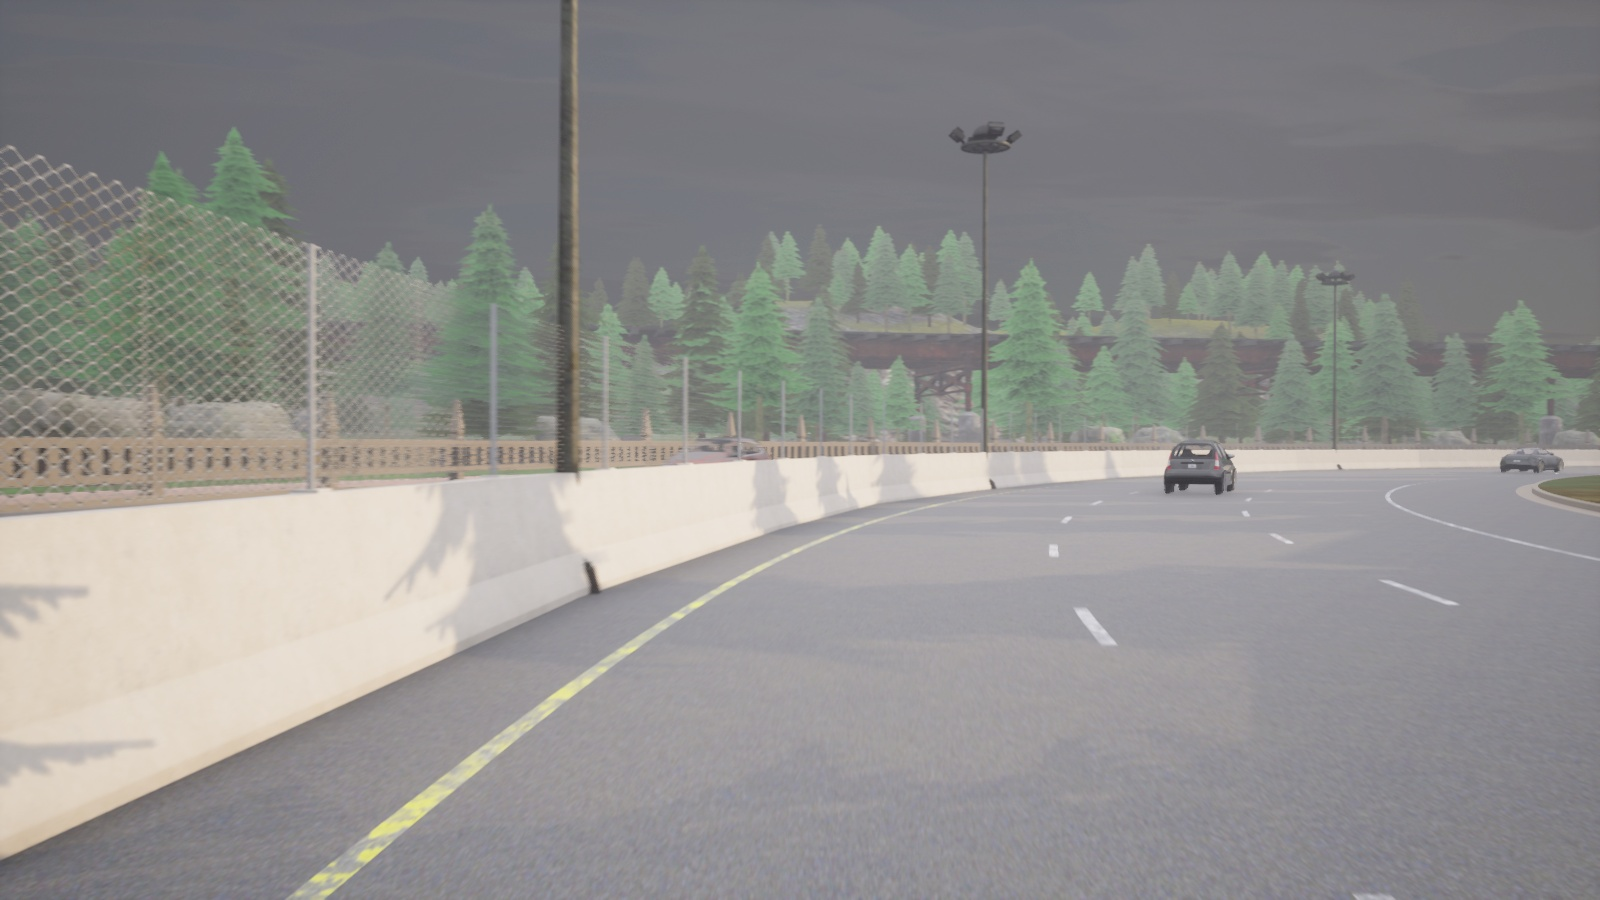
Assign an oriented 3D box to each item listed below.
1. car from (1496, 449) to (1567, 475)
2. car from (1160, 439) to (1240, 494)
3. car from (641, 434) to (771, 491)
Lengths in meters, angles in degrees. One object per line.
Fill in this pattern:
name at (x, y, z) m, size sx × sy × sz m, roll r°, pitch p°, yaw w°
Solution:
car at (39.823, 0.624, 68.353) m, size 4.181 × 1.385 × 1.994 m, roll 0°, pitch 0°, yaw -40°
car at (12.540, 0.487, 39.237) m, size 1.851 × 1.617 × 3.988 m, roll 0°, pitch 0°, yaw 26°
car at (-2.827, 0.358, 39.051) m, size 2.242 × 1.667 × 4.611 m, roll 0°, pitch 0°, yaw 22°
